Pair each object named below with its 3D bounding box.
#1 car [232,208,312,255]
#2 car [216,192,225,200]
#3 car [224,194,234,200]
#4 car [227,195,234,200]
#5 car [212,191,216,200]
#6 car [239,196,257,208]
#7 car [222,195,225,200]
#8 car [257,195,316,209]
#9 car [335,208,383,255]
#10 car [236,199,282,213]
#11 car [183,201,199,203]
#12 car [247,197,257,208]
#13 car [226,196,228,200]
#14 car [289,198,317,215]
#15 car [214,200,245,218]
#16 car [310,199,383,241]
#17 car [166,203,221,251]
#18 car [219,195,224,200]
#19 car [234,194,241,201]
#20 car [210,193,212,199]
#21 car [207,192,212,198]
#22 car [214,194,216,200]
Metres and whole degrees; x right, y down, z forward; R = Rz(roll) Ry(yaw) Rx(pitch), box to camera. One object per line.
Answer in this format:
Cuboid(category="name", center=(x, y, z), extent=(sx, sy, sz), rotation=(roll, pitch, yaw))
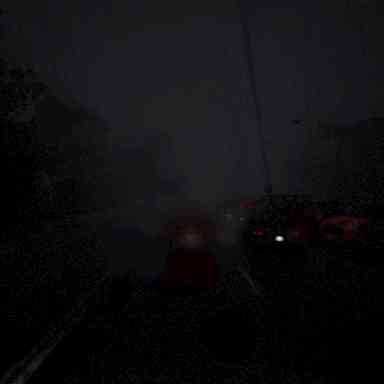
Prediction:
Cuboid(category="car", center=(2.980, 1.553, 13.309), extent=(1.994, 1.385, 4.181), rotation=(0, 0, 0))
Cuboid(category="car", center=(7.754, 1.403, 59.969), extent=(5.566, 2.045, 2.435), rotation=(1, 0, -20))
Cuboid(category="car", center=(7.811, 1.509, 50.956), extent=(4.553, 1.767, 2.185), rotation=(1, 0, -20))
Cuboid(category="car", center=(7.808, 1.601, 44.945), extent=(5.008, 1.535, 2.097), rotation=(1, -1, -20))
Cuboid(category="car", center=(7.649, 1.380, 68.949), extent=(5.566, 2.045, 2.435), rotation=(1, 1, -20))
Cuboid(category="car", center=(7.712, 1.518, 32.872), extent=(5.366, 1.575, 1.946), rotation=(1, 0, -20))
Cuboid(category="car", center=(7.764, 1.689, 53.944), extent=(4.674, 1.452, 2.002), rotation=(1, 0, -20))
Cuboid(category="car", center=(7.967, 1.237, 23.957), extent=(5.566, 2.045, 2.435), rotation=(1, -1, -20))
Cuboid(category="car", center=(8.018, 1.476, 11.934), extent=(4.892, 1.521, 2.231), rotation=(1, 0, -20))
Cuboid(category="car", center=(7.824, 1.589, 38.928), extent=(4.792, 1.488, 2.163), rotation=(1, 0, -20))
Cuboid(category="car", center=(-0.111, 1.510, 27.981), extent=(2.128, 1.511, 4.902), rotation=(0, 0, 0))
Cuboid(category="car", center=(8.077, 1.510, 30.008), extent=(5.366, 1.575, 1.946), rotation=(1, -1, -20))
Cuboid(category="car", center=(7.799, 1.659, 47.945), extent=(4.674, 1.452, 2.002), rotation=(1, 0, -20))
Cuboid(category="car", center=(7.946, 1.350, 17.930), extent=(4.553, 1.767, 2.185), rotation=(1, 0, -20))
Cuboid(category="car", center=(2.886, 1.616, 27.414), extent=(1.895, 1.301, 4.718), rotation=(0, 0, 0))
Cuboid(category="car", center=(8.027, 1.350, 14.944), extent=(4.553, 1.767, 2.185), rotation=(1, 0, -20))
Cuboid(category="car", center=(-0.019, 1.467, 14.151), extent=(1.882, 1.535, 5.008), rotation=(0, 0, 0))
Cuboid(category="car", center=(7.769, 1.681, 56.969), extent=(4.792, 1.488, 2.163), rotation=(1, 0, -20))
Cuboid(category="car", center=(7.848, 1.290, 35.926), extent=(5.566, 2.045, 2.435), rotation=(1, 0, -20))
Cuboid(category="car", center=(7.575, 1.566, 80.966), extent=(4.792, 1.488, 2.163), rotation=(1, 1, -20))
Cuboid(category="car", center=(7.503, 1.455, 92.971), extent=(4.792, 1.488, 2.163), rotation=(1, 1, -20))
Cuboid(category="car", center=(7.536, 1.646, 62.895), extent=(5.366, 1.575, 1.946), rotation=(1, 0, -20))
